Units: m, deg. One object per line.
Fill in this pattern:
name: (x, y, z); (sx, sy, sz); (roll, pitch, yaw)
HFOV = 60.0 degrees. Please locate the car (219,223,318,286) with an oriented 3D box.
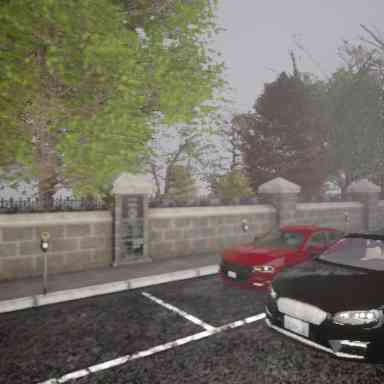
car: (2.701, 1.529, 8.483); (4.507, 1.381, 1.887); (0, 0, -35)

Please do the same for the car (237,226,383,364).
car: (3.356, 1.478, 5.771); (4.902, 1.511, 2.128); (0, 0, -35)
